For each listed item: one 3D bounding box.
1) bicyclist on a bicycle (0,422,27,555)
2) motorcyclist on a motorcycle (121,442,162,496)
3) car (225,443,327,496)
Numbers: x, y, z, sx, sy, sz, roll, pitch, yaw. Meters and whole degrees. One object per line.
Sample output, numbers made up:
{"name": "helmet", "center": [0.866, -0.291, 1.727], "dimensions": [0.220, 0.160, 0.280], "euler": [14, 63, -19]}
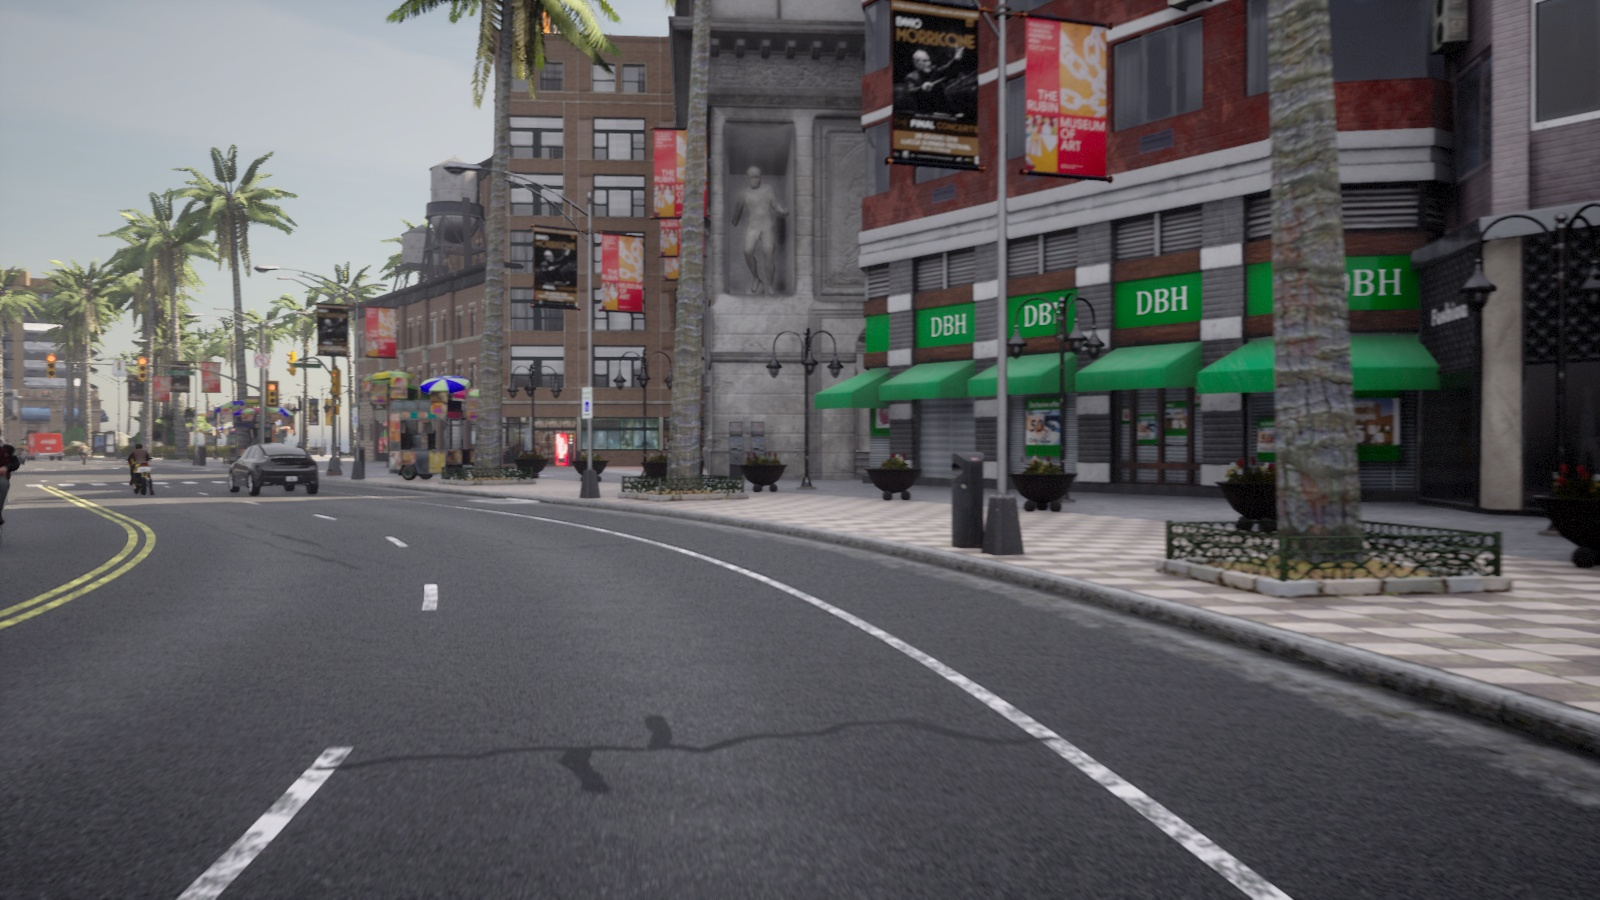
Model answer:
{"name": "bicyclist on a bicycle", "center": [-11.300, 0.520, 17.555], "dimensions": [0.659, 1.776, 1.843], "euler": [0, 0, -26]}
{"name": "motorcyclist on a motorcycle", "center": [-19.168, 0.526, 36.518], "dimensions": [0.797, 1.523, 2.044], "euler": [0, 0, -35]}
{"name": "car", "center": [-15.806, 0.541, 37.744], "dimensions": [1.837, 1.490, 4.892], "euler": [0, 0, -35]}
